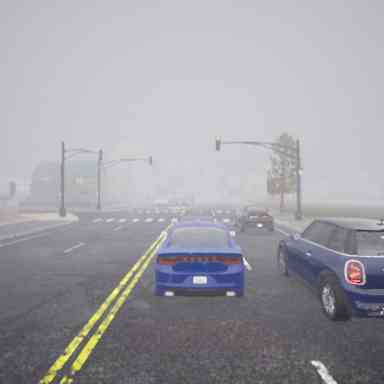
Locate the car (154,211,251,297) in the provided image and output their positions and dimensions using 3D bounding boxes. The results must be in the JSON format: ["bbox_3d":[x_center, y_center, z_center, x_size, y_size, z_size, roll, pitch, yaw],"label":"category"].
[{"bbox_3d":[0.168,1.476,8.627,1.882,1.535,5.008,0,0,0],"label":"car"}]

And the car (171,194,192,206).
[{"bbox_3d":[-1.688,1.532,53.405,2.128,1.511,4.902,0,0,4],"label":"car"}]

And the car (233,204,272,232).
[{"bbox_3d":[3.613,1.503,19.873,1.837,1.490,4.892,0,0,1],"label":"car"}]

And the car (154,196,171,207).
[{"bbox_3d":[-4.944,1.570,53.410,1.812,1.442,4.674,0,0,4],"label":"car"}]

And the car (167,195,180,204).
[{"bbox_3d":[-3.815,1.434,68.994,2.097,1.767,4.553,0,0,4],"label":"car"}]

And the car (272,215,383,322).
[{"bbox_3d":[3.410,1.350,7.367,2.097,1.767,4.553,0,0,1],"label":"car"}]

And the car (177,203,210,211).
[{"bbox_3d":[0.322,1.547,18.441,2.033,1.411,5.357,0,0,1],"label":"car"}]

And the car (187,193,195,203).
[{"bbox_3d":[-0.528,1.299,69.350,2.150,2.045,5.566,0,0,4],"label":"car"}]
